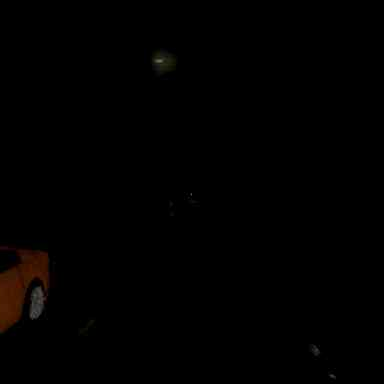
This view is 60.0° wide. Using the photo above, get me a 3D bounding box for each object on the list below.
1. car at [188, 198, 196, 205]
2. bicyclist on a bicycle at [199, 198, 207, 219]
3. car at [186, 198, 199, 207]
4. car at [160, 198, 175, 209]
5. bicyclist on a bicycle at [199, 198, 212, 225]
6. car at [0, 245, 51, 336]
[{"bbox_3d":[-0.005,2.005,73.596,1.882,1.535,5.008,0,-1,0],"label":"car"},{"bbox_3d":[0.959,1.420,29.543,0.659,1.776,1.843,0,0,0],"label":"bicyclist on a bicycle"},{"bbox_3d":[0.097,1.789,56.600,1.837,1.490,4.892,0,0,0],"label":"car"},{"bbox_3d":[-3.580,1.672,48.399,1.882,1.535,5.008,0,-1,0],"label":"car"},{"bbox_3d":[0.960,1.388,20.614,0.659,1.776,1.843,0,0,0],"label":"bicyclist on a bicycle"},{"bbox_3d":[-3.599,1.480,4.276,1.882,1.535,5.008,0,0,0],"label":"car"}]
